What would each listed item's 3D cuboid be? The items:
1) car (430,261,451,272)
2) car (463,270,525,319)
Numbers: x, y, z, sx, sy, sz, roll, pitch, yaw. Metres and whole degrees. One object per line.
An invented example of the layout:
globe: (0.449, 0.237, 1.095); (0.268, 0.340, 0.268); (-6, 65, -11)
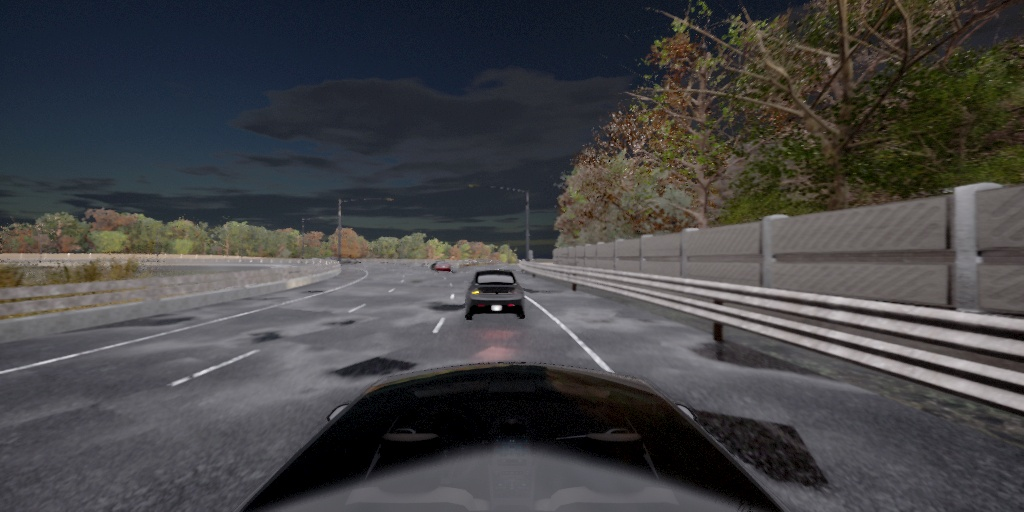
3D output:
car: (-9.245, 1.299, 46.117); (1.994, 1.385, 4.181); (0, 0, -23)
car: (-0.664, 1.247, 12.752); (1.837, 1.490, 4.892); (0, 0, -5)
